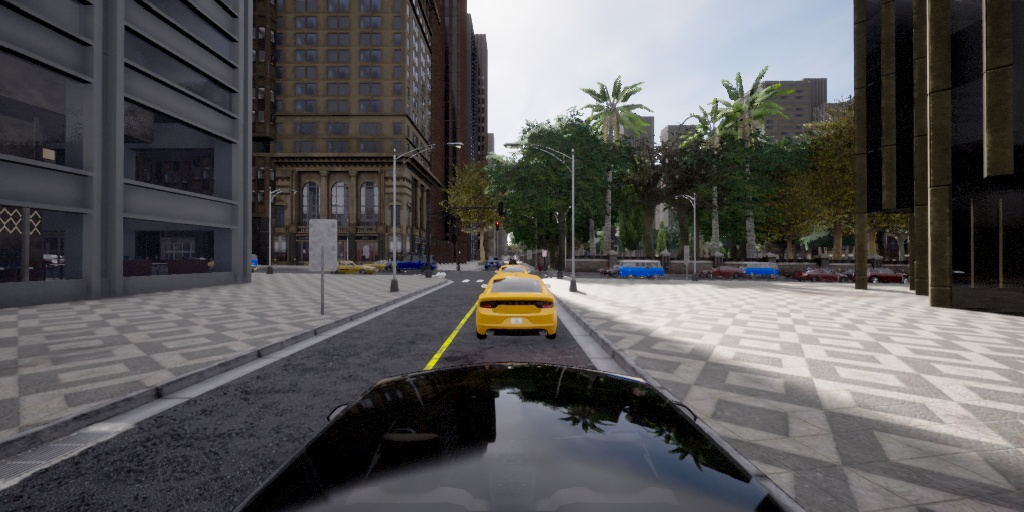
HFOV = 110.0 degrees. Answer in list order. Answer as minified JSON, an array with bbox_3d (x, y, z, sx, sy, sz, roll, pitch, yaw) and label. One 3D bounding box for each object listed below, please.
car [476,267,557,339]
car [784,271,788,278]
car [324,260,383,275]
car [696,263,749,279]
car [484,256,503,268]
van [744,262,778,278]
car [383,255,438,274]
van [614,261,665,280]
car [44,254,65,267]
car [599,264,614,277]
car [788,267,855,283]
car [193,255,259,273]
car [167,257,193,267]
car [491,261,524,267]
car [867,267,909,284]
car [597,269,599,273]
[{"bbox_3d":[0.111,1.230,10.124,1.882,1.535,5.008,0,0,0],"label":"car"},{"bbox_3d":[33.042,1.904,38.901,5.357,1.411,2.033,1,0,1],"label":"car"},{"bbox_3d":[-14.978,1.053,33.339,4.829,1.417,1.751,0,0,0],"label":"car"},{"bbox_3d":[22.598,1.710,38.974,4.674,1.442,1.812,1,0,0],"label":"car"},{"bbox_3d":[-2.978,1.035,54.814,2.150,2.045,5.566,0,0,0],"label":"car"},{"bbox_3d":[28.549,1.638,41.598,3.998,1.789,1.690,0,0,0],"label":"van"},{"bbox_3d":[-10.843,0.850,38.921,5.566,2.045,2.150,1,1,-4],"label":"car"},{"bbox_3d":[11.939,1.315,33.174,3.998,1.789,1.690,0,0,0],"label":"van"},{"bbox_3d":[-43.501,0.508,33.513,4.097,1.591,1.967,0,0,0],"label":"car"},{"bbox_3d":[12.638,1.567,39.035,5.357,1.411,2.033,1,0,0],"label":"car"},{"bbox_3d":[28.509,1.830,33.073,4.207,1.307,1.802,0,0,0],"label":"car"},{"bbox_3d":[-26.319,0.868,33.408,4.829,1.417,1.751,0,0,0],"label":"car"},{"bbox_3d":[-37.786,0.774,42.003,4.313,1.339,1.948,0,0,0],"label":"car"},{"bbox_3d":[0.040,1.235,20.184,1.882,1.535,5.008,0,0,0],"label":"car"},{"bbox_3d":[34.032,1.779,33.039,4.097,1.591,1.967,0,0,0],"label":"car"},{"bbox_3d":[11.979,1.605,41.700,4.207,1.307,1.802,0,0,0],"label":"car"}]
